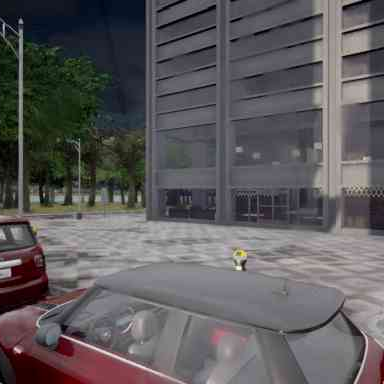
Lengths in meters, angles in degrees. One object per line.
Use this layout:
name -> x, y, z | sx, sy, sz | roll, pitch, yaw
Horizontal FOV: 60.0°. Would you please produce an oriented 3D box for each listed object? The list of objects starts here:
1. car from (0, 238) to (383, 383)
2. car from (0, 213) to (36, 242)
car -> -0.371, 1.440, 3.227 | 4.097, 1.590, 1.967 | 0, 0, 35
car -> -4.800, 1.315, 6.382 | 5.009, 1.841, 2.192 | 0, 0, 35
